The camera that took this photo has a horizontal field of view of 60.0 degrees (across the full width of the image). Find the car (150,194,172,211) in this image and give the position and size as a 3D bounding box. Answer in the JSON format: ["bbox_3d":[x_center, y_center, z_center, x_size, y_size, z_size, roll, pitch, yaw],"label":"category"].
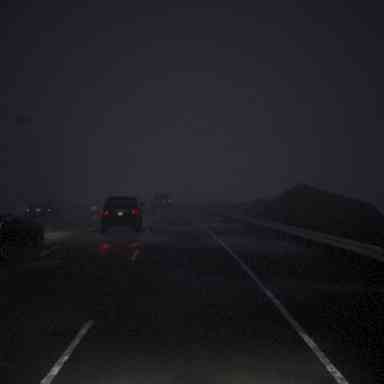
[{"bbox_3d":[-3.855,1.225,40.446,2.150,2.045,5.566,0,0,-13],"label":"car"}]

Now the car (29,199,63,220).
[{"bbox_3d":[-12.389,1.476,28.159,2.097,1.767,4.553,-1,0,-9],"label":"car"}]

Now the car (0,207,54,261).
[{"bbox_3d":[-7.214,1.568,12.484,2.128,1.511,4.902,0,0,-4],"label":"car"}]

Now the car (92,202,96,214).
[{"bbox_3d":[-10.001,1.686,36.961,1.895,1.301,4.718,-1,0,-12],"label":"car"}]

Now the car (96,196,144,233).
[{"bbox_3d":[-4.161,1.252,20.333,2.150,2.045,5.566,0,0,-7],"label":"car"}]

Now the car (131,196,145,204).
[{"bbox_3d":[-10.565,1.568,64.442,1.837,1.490,4.892,0,0,-19],"label":"car"}]

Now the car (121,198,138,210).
[{"bbox_3d":[-8.525,1.623,45.158,1.994,1.385,4.181,-1,0,-14],"label":"car"}]
